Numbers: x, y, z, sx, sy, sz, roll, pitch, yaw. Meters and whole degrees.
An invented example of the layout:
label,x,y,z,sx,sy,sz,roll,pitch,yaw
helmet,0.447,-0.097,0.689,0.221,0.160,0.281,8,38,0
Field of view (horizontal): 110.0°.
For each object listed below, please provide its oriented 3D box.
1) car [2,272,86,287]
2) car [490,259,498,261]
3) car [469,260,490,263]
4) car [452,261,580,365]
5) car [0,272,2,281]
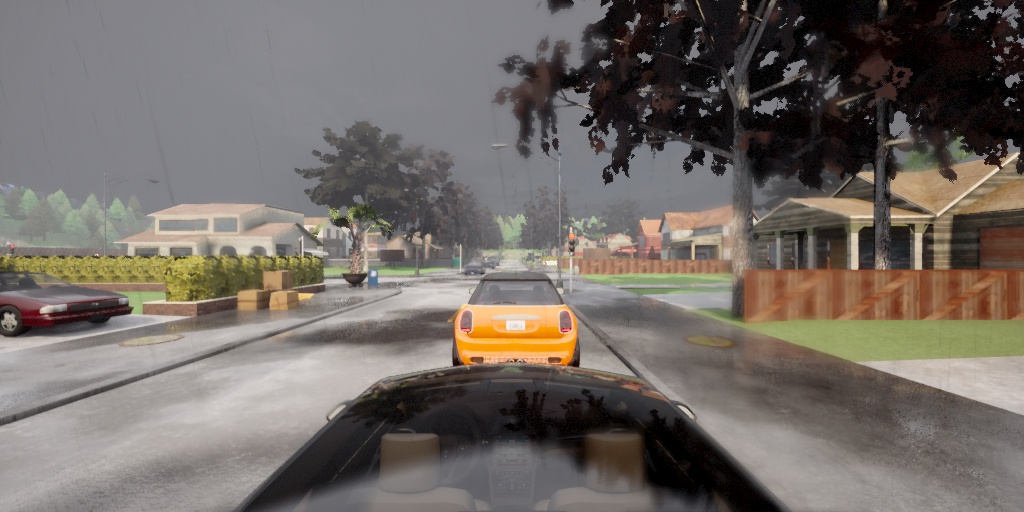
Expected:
label,x,y,z,sx,sy,sz,roll,pitch,yaw
car,-34.254,1.314,26.630,4.181,1.385,1.994,0,0,1
car,-3.643,1.314,54.321,1.994,1.385,4.181,0,0,1
car,-3.796,1.297,37.253,2.033,1.411,5.357,0,0,1
car,0.097,1.102,7.738,2.097,1.767,4.553,0,0,1
car,-44.126,1.102,30.816,4.553,1.767,2.097,0,0,1
